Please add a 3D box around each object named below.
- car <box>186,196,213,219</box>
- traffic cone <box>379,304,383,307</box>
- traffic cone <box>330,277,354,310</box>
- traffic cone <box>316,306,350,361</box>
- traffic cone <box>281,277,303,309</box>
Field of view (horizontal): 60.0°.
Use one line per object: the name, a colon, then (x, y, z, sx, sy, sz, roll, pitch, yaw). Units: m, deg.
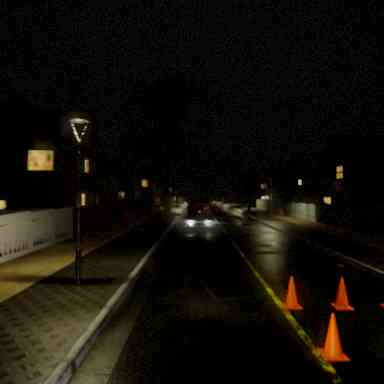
car: (0.690, 1.362, 31.522, 2.150, 2.045, 5.566, 0, 0, 1)
traffic cone: (3.990, 2.005, 6.627, 0.340, 0.580, 0.340, 0, 0, 1)
traffic cone: (2.991, 1.997, 6.638, 0.340, 0.580, 0.340, 0, 0, 1)
traffic cone: (1.968, 1.983, 4.650, 0.340, 0.580, 0.340, 0, 0, 1)
traffic cone: (1.991, 1.989, 6.649, 0.340, 0.580, 0.340, 0, 0, 1)
